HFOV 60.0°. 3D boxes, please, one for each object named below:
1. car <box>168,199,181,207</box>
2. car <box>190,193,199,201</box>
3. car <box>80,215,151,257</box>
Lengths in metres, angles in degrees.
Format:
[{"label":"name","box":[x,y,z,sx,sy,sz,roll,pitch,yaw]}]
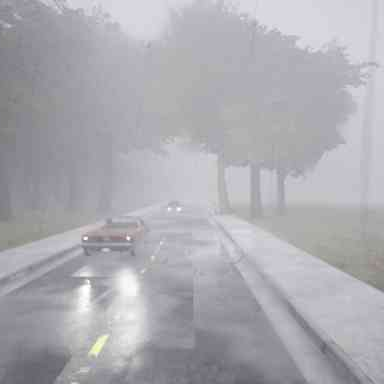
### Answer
[{"label":"car","box":[-2.834,1.775,53.797,1.895,1.301,4.718,0,0,0]},{"label":"car","box":[0.930,1.823,91.969,1.812,1.442,4.674,0,0,0]},{"label":"car","box":[-2.855,1.645,13.314,1.895,1.301,4.718,0,0,0]}]
